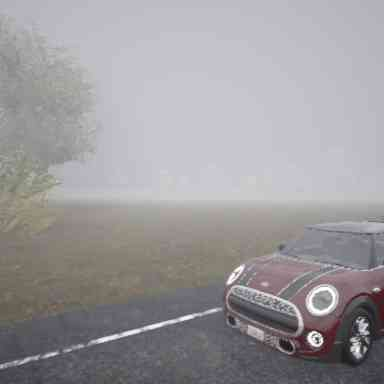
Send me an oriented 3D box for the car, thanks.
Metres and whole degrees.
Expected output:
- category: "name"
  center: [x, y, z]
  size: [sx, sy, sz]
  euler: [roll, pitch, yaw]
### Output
- category: "car"
  center: [2.711, 1.362, 5.926]
  size: [4.553, 1.767, 2.097]
  euler: [0, 0, -35]
